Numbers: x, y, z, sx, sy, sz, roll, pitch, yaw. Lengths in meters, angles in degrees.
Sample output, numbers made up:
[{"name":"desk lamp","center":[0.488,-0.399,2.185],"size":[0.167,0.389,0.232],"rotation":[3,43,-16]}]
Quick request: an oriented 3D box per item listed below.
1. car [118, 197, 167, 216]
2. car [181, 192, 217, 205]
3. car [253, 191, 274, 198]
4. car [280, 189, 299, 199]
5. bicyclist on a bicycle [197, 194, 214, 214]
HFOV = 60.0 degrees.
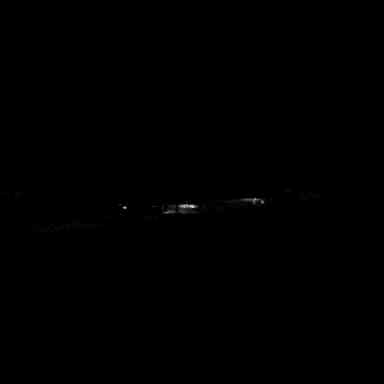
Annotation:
[{"name":"car","center":[-3.876,1.112,26.601],"size":[1.994,1.385,4.181],"rotation":[1,2,35]},{"name":"car","center":[0.955,0.705,39.769],"size":[2.033,1.411,5.357],"rotation":[1,2,35]},{"name":"car","center":[11.893,0.414,54.974],"size":[1.895,1.301,4.718],"rotation":[1,2,35]},{"name":"car","center":[16.139,0.265,54.726],"size":[1.882,1.535,5.008],"rotation":[1,2,35]},{"name":"bicyclist on a bicycle","center":[1.090,0.993,26.861],"size":[1.656,1.620,0.582],"rotation":[0,1,35]}]
